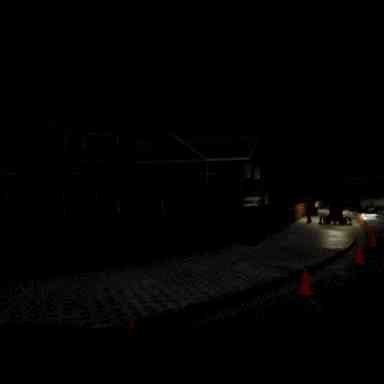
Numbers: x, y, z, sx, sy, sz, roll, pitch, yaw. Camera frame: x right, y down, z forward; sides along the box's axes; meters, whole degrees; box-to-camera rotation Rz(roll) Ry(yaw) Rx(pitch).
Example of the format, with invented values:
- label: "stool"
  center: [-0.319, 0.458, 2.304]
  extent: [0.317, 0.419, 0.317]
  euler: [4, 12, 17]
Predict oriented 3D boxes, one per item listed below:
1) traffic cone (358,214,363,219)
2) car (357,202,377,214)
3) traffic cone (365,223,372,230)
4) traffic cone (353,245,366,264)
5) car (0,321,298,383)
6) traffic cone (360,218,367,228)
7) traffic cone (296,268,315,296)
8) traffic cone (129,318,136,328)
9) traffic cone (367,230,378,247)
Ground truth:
- label: "traffic cone"
  center: [14.608, 2.356, 28.532]
  extent: [0.340, 0.580, 0.340]
  euler: [0, -1, 25]
- label: "car"
  center: [23.549, 2.114, 44.832]
  extent: [2.128, 1.511, 4.902]
  euler: [0, -1, 18]
- label: "traffic cone"
  center: [10.450, 2.233, 19.438]
  extent: [0.340, 0.580, 0.340]
  euler: [0, -1, 25]
- label: "traffic cone"
  center: [5.677, 2.113, 11.290]
  extent: [0.340, 0.580, 0.340]
  euler: [0, -1, 37]
- label: "car"
  center: [-1.665, 1.546, 1.417]
  extent: [5.357, 1.411, 2.033]
  euler: [1, -1, -36]
- label: "traffic cone"
  center: [12.529, 2.294, 23.986]
  extent: [0.340, 0.580, 0.340]
  euler: [0, -1, 25]
- label: "traffic cone"
  center: [2.632, 2.052, 7.694]
  extent: [0.340, 0.580, 0.340]
  euler: [0, -1, 44]
- label: "traffic cone"
  center: [-0.807, 1.991, 4.474]
  extent: [0.340, 0.580, 0.340]
  euler: [1, -1, -40]
- label: "traffic cone"
  center: [8.289, 2.173, 15.212]
  extent: [0.340, 0.580, 0.340]
  euler: [0, -1, 30]
